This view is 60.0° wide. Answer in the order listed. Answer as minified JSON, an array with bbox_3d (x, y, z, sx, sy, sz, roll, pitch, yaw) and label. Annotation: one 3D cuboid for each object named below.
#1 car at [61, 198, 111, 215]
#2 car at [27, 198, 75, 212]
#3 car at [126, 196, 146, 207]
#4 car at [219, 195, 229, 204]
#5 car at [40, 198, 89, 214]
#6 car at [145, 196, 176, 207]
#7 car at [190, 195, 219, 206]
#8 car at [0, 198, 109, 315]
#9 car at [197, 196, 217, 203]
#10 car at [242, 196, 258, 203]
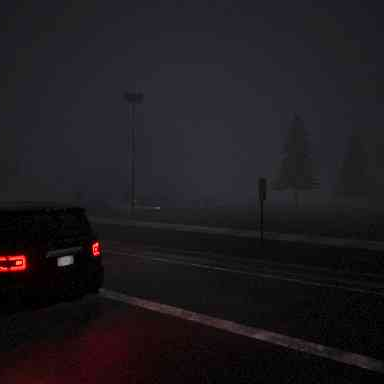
[{"bbox_3d":[-11.121,1.478,35.277,1.882,1.535,5.008,0,0,35],"label":"car"},{"bbox_3d":[-16.658,1.491,39.574,2.128,1.511,4.902,0,0,35],"label":"car"},{"bbox_3d":[-8.163,1.351,51.737,2.097,1.767,4.553,0,0,35],"label":"car"},{"bbox_3d":[5.384,1.351,64.939,2.097,1.767,4.553,0,0,35],"label":"car"},{"bbox_3d":[-14.098,1.505,37.127,1.837,1.490,4.892,0,0,35],"label":"car"},{"bbox_3d":[-4.421,1.505,50.991,1.837,1.490,4.892,0,0,35],"label":"car"},{"bbox_3d":[1.794,1.547,53.782,2.033,1.411,5.357,0,0,35],"label":"car"},{"bbox_3d":[-4.269,1.221,6.995,5.566,2.045,2.150,0,0,35],"label":"car"},{"bbox_3d":[3.170,1.525,67.847,1.812,1.442,4.674,0,0,35],"label":"car"},{"bbox_3d":[11.937,1.542,68.149,1.837,1.490,4.892,0,0,35],"label":"car"}]
